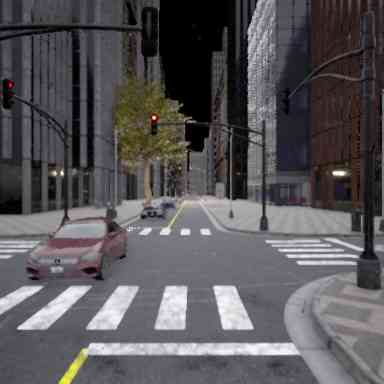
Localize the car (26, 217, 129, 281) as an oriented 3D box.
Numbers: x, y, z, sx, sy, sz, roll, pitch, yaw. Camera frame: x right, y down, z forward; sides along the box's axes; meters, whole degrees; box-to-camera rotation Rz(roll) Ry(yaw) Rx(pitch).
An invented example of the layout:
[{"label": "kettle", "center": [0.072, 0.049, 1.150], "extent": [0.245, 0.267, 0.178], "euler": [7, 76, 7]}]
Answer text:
[{"label": "car", "center": [-3.097, 1.530, 9.956], "extent": [1.812, 1.442, 4.674], "euler": [0, 0, 0]}]

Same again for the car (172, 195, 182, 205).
[{"label": "car", "center": [-2.986, 1.420, 60.998], "extent": [2.097, 1.767, 4.553], "euler": [0, 0, 0]}]

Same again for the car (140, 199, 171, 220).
[{"label": "car", "center": [-3.092, 1.571, 27.859], "extent": [1.994, 1.385, 4.181], "euler": [0, 0, 0]}]

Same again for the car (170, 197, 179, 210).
[{"label": "car", "center": [-3.083, 1.612, 43.308], "extent": [1.895, 1.301, 4.718], "euler": [0, 0, 0]}]
